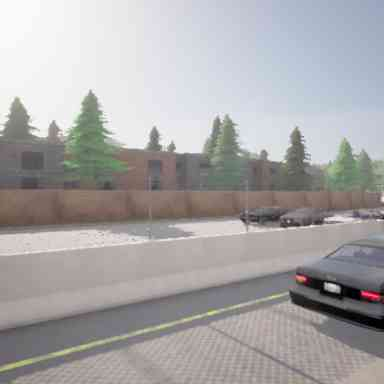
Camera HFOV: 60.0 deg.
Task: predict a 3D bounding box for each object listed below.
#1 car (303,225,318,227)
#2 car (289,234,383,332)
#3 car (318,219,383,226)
[{"bbox_3d":[7.752,1.699,22.205,4.181,1.385,1.994,0,0,-35],"label":"car"},{"bbox_3d":[4.295,1.591,6.778,5.357,1.411,2.033,0,0,-35],"label":"car"},{"bbox_3d":[9.727,1.720,19.316,4.718,1.301,1.895,0,0,-35],"label":"car"}]
